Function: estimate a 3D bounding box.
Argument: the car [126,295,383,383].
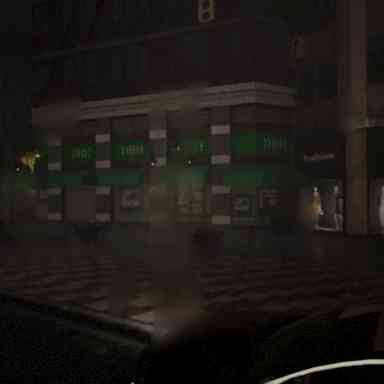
[{"bbox_3d":[1.643,1.501,2.119,4.892,1.490,1.837,-1,0,36],"label":"car"}]
